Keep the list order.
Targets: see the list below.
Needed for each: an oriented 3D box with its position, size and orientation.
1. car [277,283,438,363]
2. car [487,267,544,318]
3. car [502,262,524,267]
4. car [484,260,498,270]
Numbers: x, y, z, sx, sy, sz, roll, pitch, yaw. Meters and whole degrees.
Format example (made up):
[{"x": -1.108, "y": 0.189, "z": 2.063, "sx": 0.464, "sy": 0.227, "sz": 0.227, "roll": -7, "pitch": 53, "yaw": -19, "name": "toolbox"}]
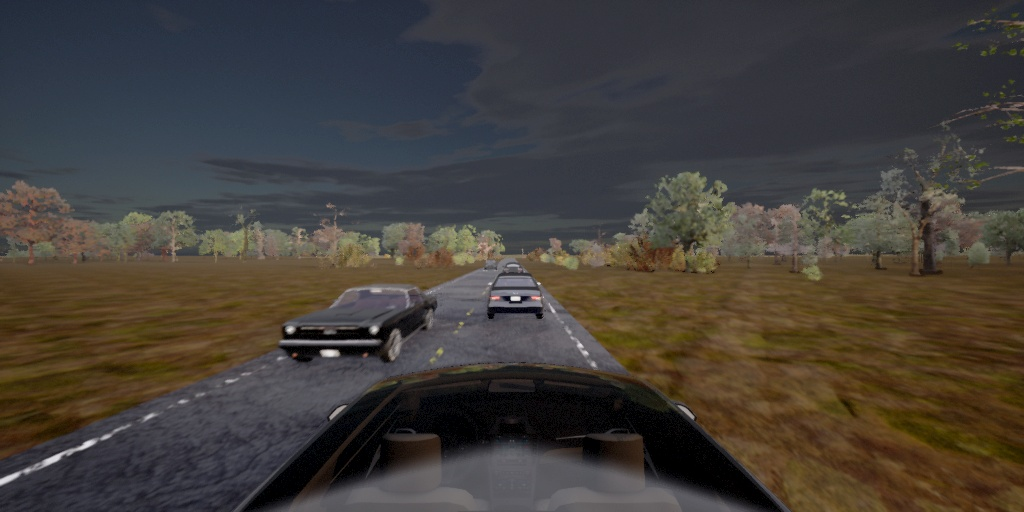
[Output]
[{"x": -3.100, "y": 1.351, "z": 8.312, "sx": 1.895, "sy": 1.301, "sz": 4.718, "roll": 0, "pitch": 0, "yaw": 0, "name": "car"}, {"x": 0.103, "y": 1.297, "z": 13.019, "sx": 2.033, "sy": 1.411, "sz": 5.357, "roll": 0, "pitch": 0, "yaw": 0, "name": "car"}, {"x": 0.106, "y": 1.275, "z": 32.374, "sx": 1.812, "sy": 1.442, "sz": 4.674, "roll": 0, "pitch": 0, "yaw": 0, "name": "car"}, {"x": -2.990, "y": 1.308, "z": 51.798, "sx": 1.837, "sy": 1.490, "sz": 4.892, "roll": 0, "pitch": 0, "yaw": 0, "name": "car"}]
